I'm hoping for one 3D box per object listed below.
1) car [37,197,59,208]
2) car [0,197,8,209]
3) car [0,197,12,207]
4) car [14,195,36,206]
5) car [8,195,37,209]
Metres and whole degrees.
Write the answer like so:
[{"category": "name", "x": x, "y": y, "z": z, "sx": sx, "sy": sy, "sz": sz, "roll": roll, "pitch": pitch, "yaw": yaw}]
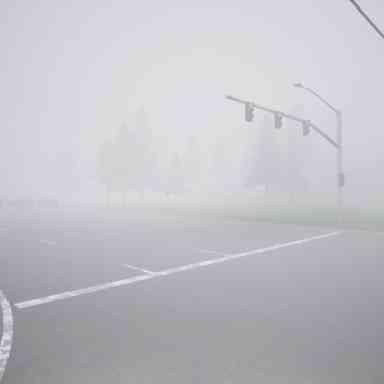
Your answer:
[{"category": "car", "x": -20.958, "y": 1.491, "z": 48.117, "sx": 2.128, "sy": 1.511, "sz": 4.902, "roll": 0, "pitch": 0, "yaw": -43}, {"category": "car", "x": -26.104, "y": 1.478, "z": 43.371, "sx": 1.882, "sy": 1.535, "sz": 5.008, "roll": 0, "pitch": 0, "yaw": -43}, {"category": "car", "x": -30.552, "y": 1.505, "z": 53.185, "sx": 1.837, "sy": 1.490, "sz": 4.892, "roll": 0, "pitch": 0, "yaw": -43}, {"category": "car", "x": -27.986, "y": 1.352, "z": 55.565, "sx": 2.097, "sy": 1.767, "sz": 4.553, "roll": 0, "pitch": 0, "yaw": -43}, {"category": "car", "x": -23.560, "y": 1.478, "z": 45.775, "sx": 1.882, "sy": 1.535, "sz": 5.008, "roll": 0, "pitch": 0, "yaw": -43}]
